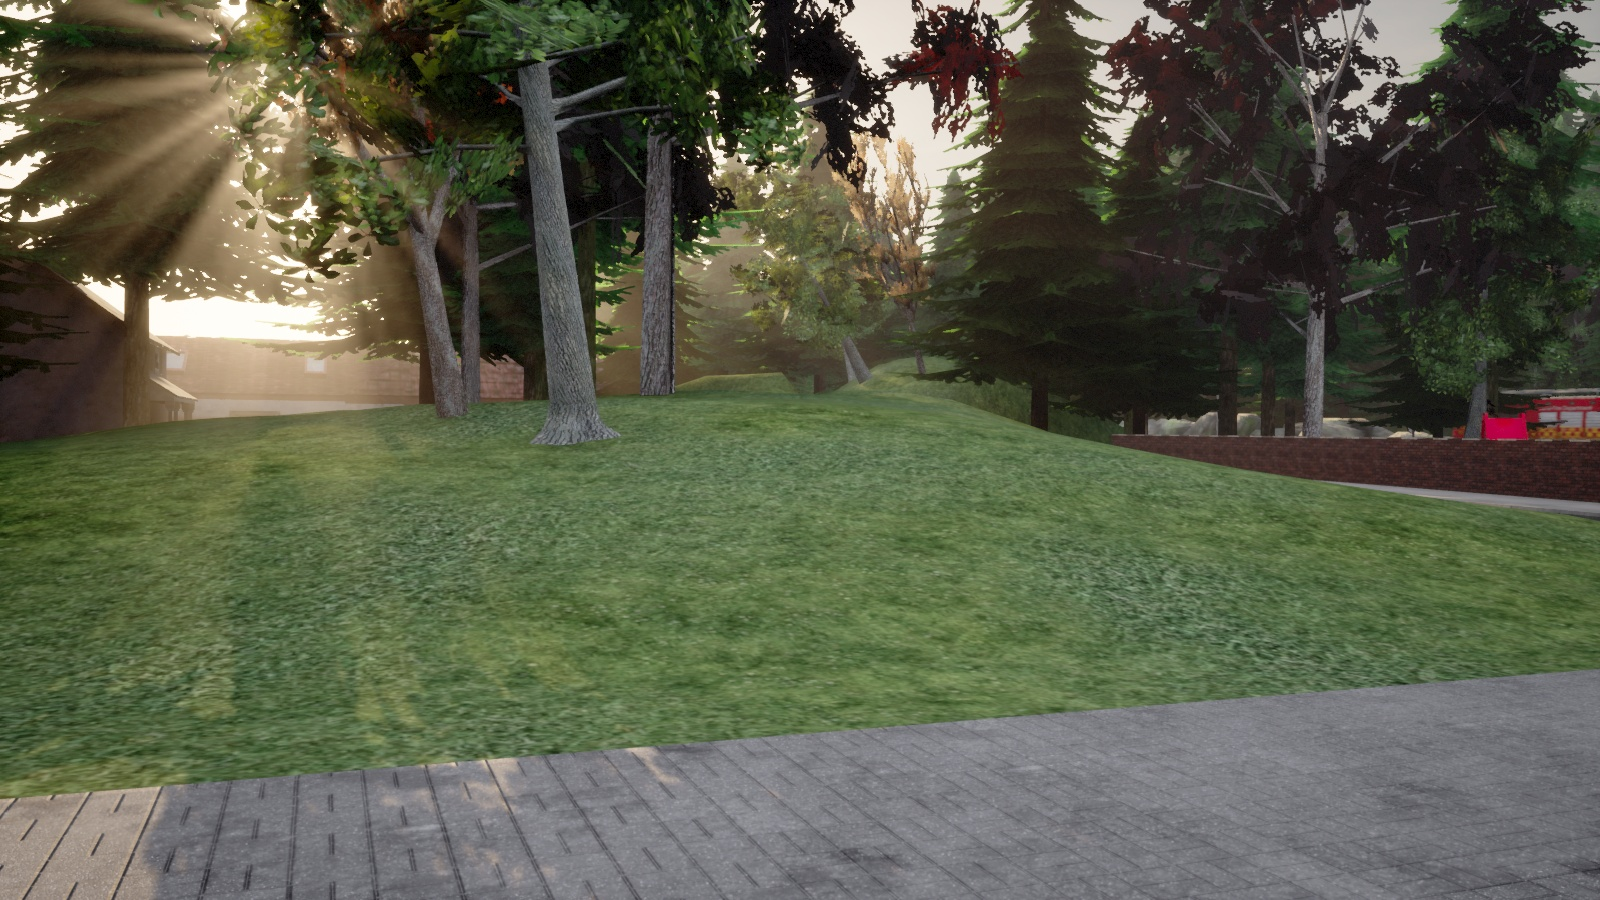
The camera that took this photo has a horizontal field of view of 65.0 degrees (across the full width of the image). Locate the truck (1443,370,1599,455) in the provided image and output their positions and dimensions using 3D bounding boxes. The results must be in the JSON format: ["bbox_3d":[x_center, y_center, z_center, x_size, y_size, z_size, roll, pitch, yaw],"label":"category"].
[{"bbox_3d":[35.834,-1.746,60.991,2.891,3.827,8.468,-1,1,-21],"label":"truck"}]
